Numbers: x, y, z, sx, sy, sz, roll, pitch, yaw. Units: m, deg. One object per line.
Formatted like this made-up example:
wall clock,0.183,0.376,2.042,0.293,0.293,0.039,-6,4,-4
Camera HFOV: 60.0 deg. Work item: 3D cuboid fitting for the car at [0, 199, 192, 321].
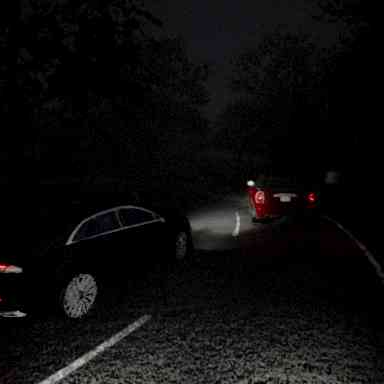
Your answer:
car,-1.715,0.880,6.272,2.128,1.511,4.902,3,7,27

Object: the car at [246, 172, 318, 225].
car,3.210,0.011,12.539,2.097,1.767,4.553,1,6,7
